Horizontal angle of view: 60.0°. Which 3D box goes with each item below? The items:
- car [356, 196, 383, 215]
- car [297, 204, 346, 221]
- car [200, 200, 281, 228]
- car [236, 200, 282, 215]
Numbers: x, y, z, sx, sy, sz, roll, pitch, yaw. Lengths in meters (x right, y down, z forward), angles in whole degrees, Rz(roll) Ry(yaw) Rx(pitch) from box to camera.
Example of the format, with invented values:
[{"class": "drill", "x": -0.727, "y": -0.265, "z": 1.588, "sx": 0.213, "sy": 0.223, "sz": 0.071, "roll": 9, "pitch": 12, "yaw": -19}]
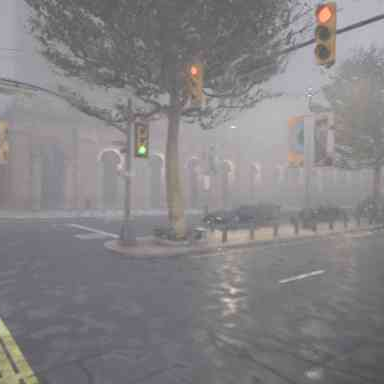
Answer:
[{"class": "car", "x": 19.290, "y": 1.400, "z": 34.572, "sx": 5.566, "sy": 2.045, "sz": 2.150, "roll": 1, "pitch": 1, "yaw": -39}, {"class": "car", "x": 10.894, "y": 1.639, "z": 27.866, "sx": 4.718, "sy": 1.301, "sz": 1.895, "roll": 1, "pitch": 1, "yaw": -39}, {"class": "car", "x": 3.089, "y": 1.457, "z": 21.609, "sx": 5.357, "sy": 1.411, "sz": 2.033, "roll": 1, "pitch": 1, "yaw": -39}, {"class": "car", "x": 6.703, "y": 1.501, "z": 33.028, "sx": 4.718, "sy": 1.301, "sz": 1.895, "roll": 1, "pitch": 1, "yaw": -39}]
